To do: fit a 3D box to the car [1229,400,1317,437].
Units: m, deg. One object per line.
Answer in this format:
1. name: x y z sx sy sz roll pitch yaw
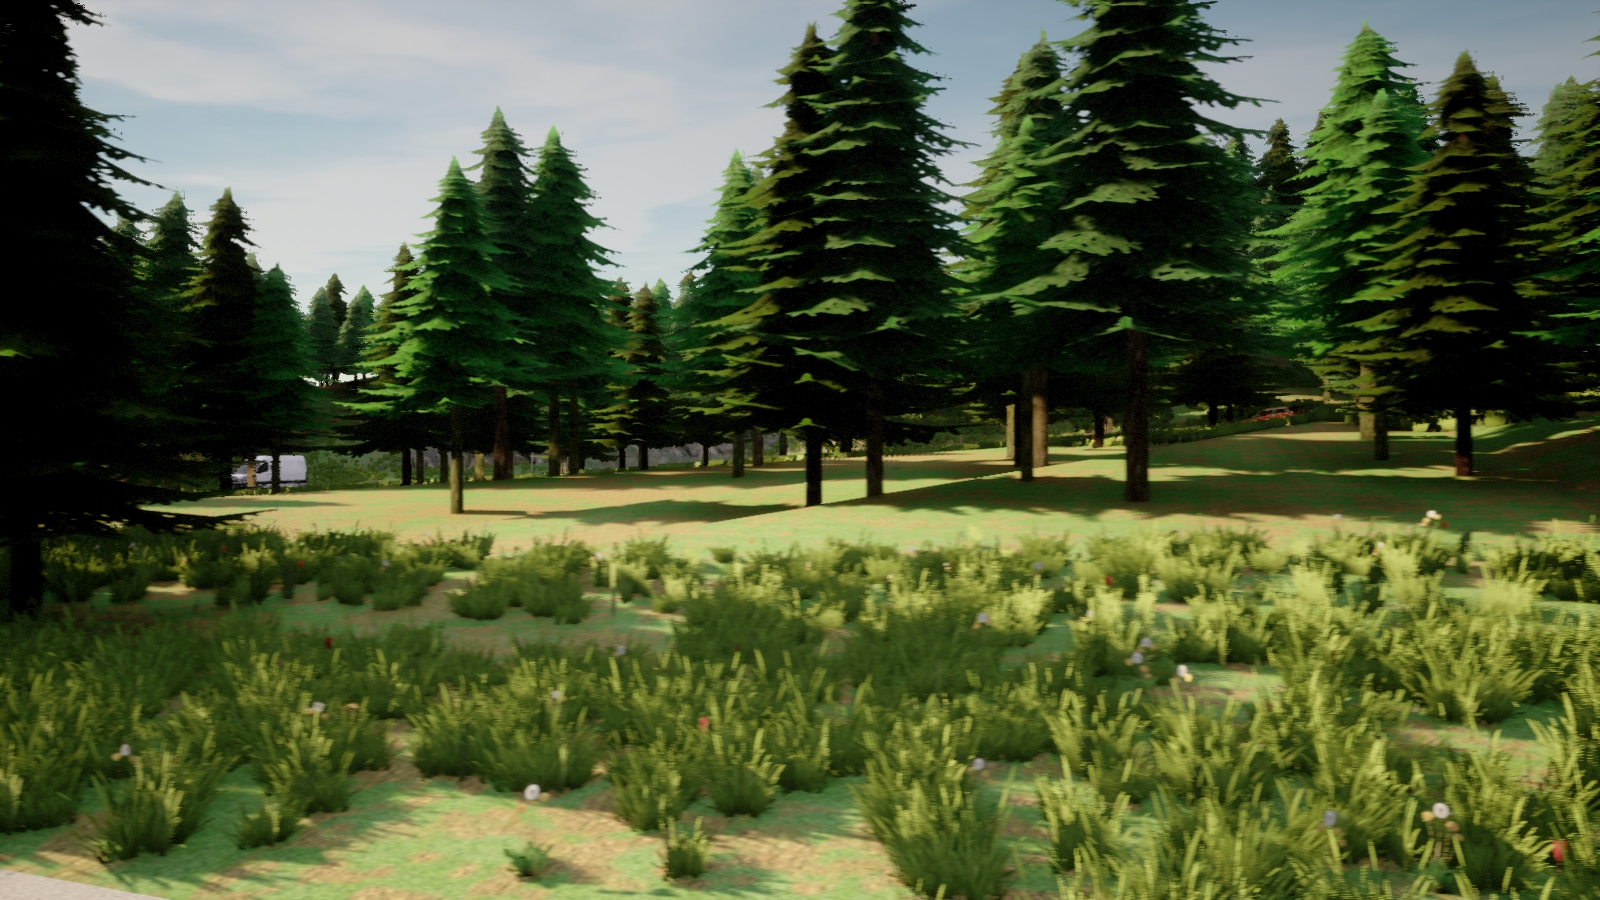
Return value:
1. car: 28.930 -1.905 70.058 2.097 1.767 4.553 0 -5 -30
